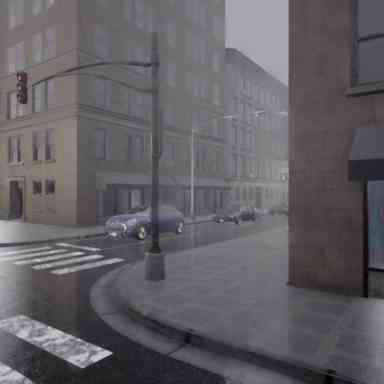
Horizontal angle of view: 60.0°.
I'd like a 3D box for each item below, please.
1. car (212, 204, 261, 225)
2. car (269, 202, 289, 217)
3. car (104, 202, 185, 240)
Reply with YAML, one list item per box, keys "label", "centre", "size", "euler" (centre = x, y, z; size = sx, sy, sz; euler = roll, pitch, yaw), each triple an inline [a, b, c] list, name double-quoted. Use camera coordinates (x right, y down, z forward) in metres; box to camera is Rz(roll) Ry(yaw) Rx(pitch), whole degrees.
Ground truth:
- label: "car"
  centre: [3.653, 1.682, 26.074]
  size: [2.033, 1.411, 5.357]
  euler: [0, 0, 35]
- label: "car"
  centre: [9.842, 1.739, 34.756]
  size: [2.033, 1.411, 5.357]
  euler: [0, 0, 36]
- label: "car"
  centre: [-2.384, 1.428, 17.574]
  size: [2.097, 1.767, 4.553]
  euler: [0, 0, 35]
